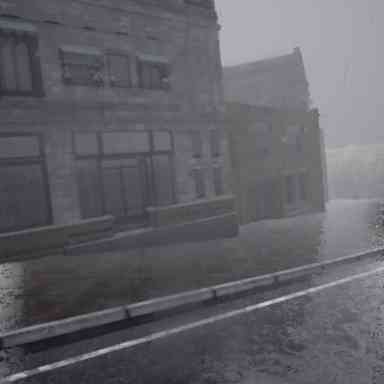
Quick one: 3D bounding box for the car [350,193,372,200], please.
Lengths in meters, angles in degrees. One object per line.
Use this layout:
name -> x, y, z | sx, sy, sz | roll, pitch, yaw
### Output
car -> 32.923, 0.905, 64.756 | 1.895, 1.301, 4.718 | -6, -1, -3
